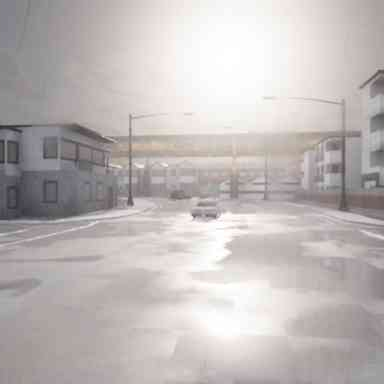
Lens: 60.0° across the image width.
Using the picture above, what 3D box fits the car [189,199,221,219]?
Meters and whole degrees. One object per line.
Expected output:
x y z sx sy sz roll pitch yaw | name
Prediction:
1.199 1.346 26.410 1.895 1.301 4.718 0 1 10 | car

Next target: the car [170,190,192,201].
-1.728 0.449 51.897 2.097 1.767 4.553 0 1 -24 | car
